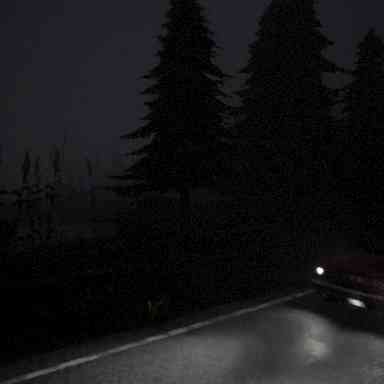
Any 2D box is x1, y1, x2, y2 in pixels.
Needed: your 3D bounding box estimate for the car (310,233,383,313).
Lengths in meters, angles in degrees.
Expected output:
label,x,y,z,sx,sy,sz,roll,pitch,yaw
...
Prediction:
label,x,y,z,sx,sy,sz,roll,pitch,yaw
car,4.558,1.538,6.902,4.718,1.301,1.895,-1,0,-36
